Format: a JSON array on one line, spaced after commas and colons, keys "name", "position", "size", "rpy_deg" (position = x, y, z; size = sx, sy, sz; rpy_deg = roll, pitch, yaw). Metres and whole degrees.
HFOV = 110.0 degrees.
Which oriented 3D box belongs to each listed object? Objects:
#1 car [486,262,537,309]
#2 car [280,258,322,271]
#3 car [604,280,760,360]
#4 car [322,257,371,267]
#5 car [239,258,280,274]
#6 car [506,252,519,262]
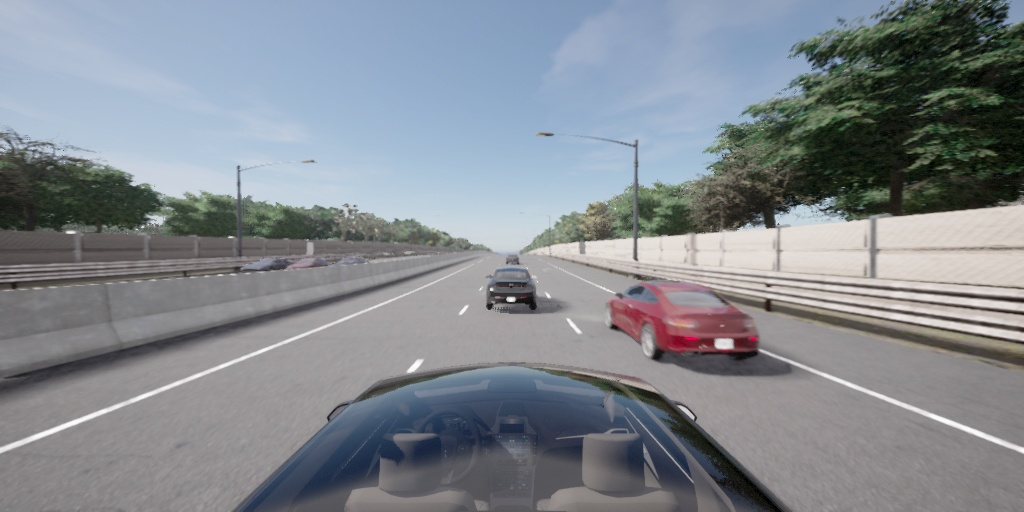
[{"name": "car", "position": [-0.022, 1.209, 14.801], "size": [1.837, 1.490, 4.892], "rpy_deg": [0, 1, 0]}, {"name": "car", "position": [-17.520, 0.892, 31.138], "size": [1.812, 1.442, 4.674], "rpy_deg": [0, 1, 0]}, {"name": "car", "position": [3.498, 1.273, 8.211], "size": [1.812, 1.442, 4.674], "rpy_deg": [0, 0, 0]}, {"name": "car", "position": [-14.018, 0.853, 31.380], "size": [2.128, 1.511, 4.902], "rpy_deg": [0, 1, 0]}, {"name": "car", "position": [-21.018, 0.909, 31.331], "size": [2.033, 1.411, 5.357], "rpy_deg": [0, 2, 0]}, {"name": "car", "position": [0.086, 0.325, 51.659], "size": [2.128, 1.511, 4.902], "rpy_deg": [0, 1, 0]}]
